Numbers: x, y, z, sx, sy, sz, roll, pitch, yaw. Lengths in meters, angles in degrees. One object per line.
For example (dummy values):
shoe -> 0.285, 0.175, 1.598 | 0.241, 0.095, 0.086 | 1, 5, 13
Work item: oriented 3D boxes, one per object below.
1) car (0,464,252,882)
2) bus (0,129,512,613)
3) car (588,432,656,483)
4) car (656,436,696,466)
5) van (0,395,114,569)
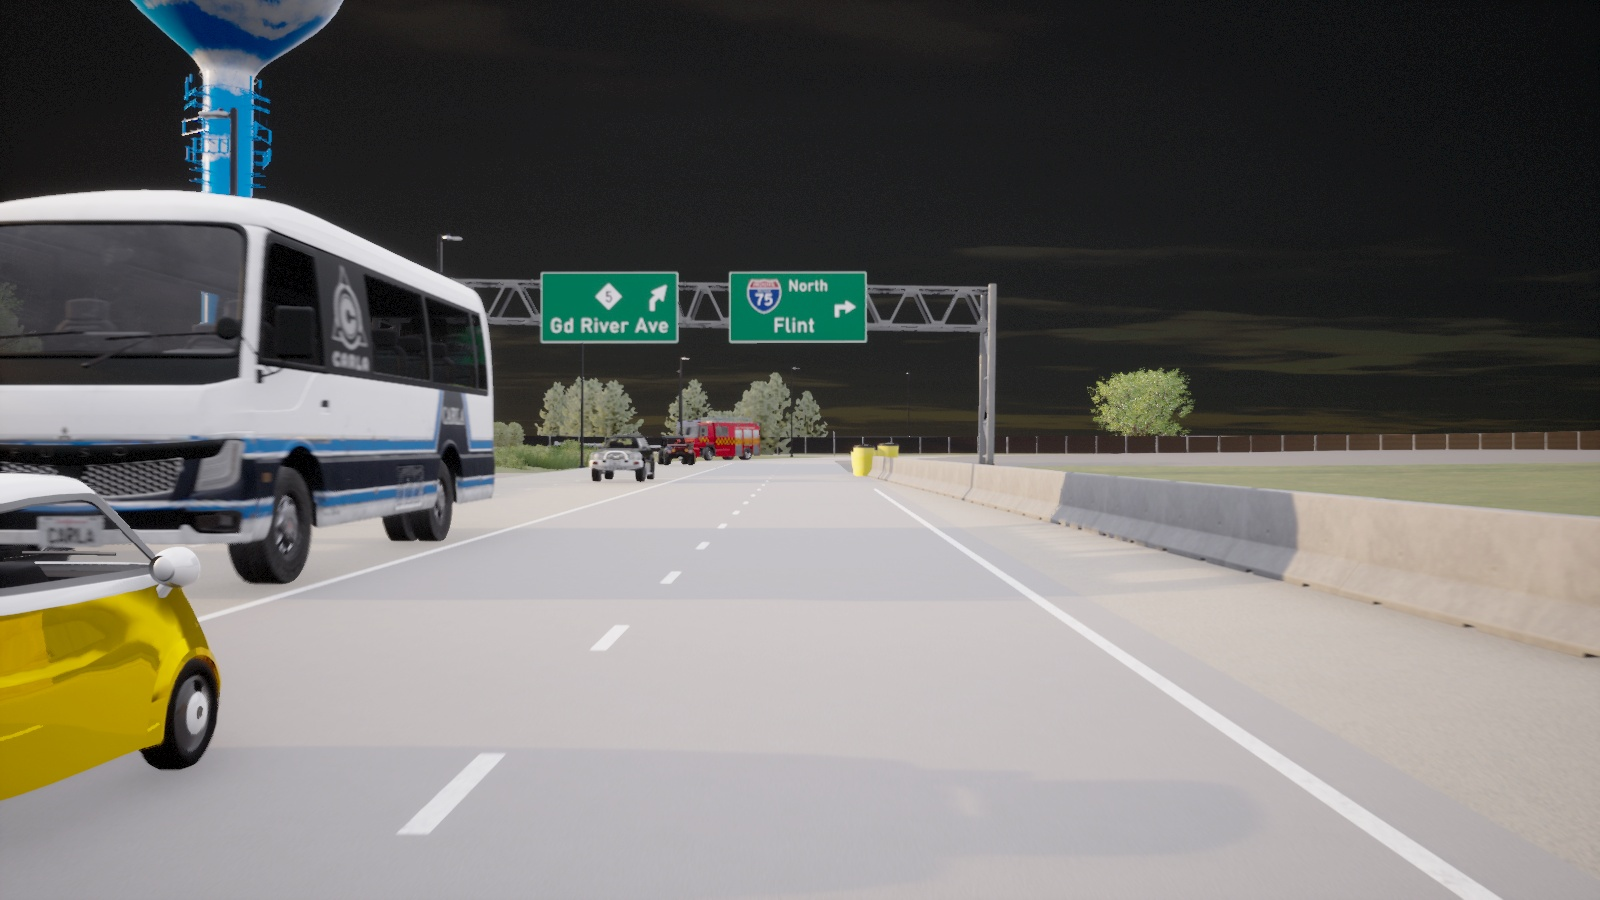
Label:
car -> -3.456, 0.771, 5.096 | 1.481, 1.376, 2.207 | 0, 1, 0
bus -> -6.890, -0.729, 16.197 | 3.944, 4.253, 10.273 | 0, 0, 0
car -> -6.708, 0.260, 47.767 | 1.932, 1.855, 4.605 | 0, 0, 0
car -> -7.957, 0.021, 80.562 | 1.905, 1.878, 3.866 | 0, 0, -16
van -> -10.399, 0.372, 14.876 | 2.069, 2.038, 4.480 | 0, 0, 0
